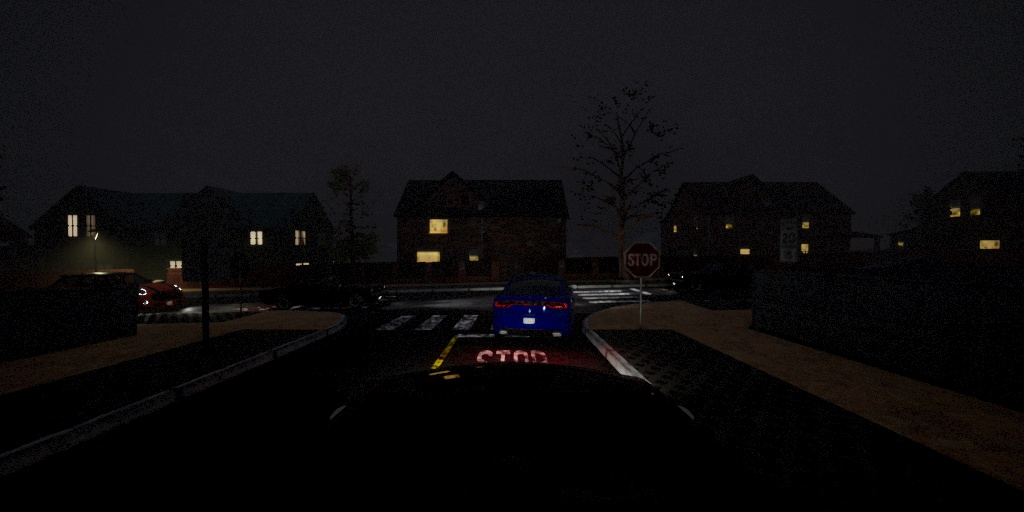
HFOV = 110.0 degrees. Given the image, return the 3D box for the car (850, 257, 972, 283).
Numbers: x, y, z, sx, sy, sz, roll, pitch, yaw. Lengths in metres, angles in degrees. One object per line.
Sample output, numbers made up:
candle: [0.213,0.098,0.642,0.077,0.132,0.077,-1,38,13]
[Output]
car: [20.044,0.753,18.232,5.357,1.411,2.033,-1,1,0]

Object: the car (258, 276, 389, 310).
car: [-7.821,1.506,15.247,4.718,1.301,1.895,-1,1,0]

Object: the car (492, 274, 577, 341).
car: [0.780,1.226,10.046,1.882,1.535,5.008,0,0,10]

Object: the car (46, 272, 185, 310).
car: [-16.809,1.471,15.233,4.553,1.767,2.097,-1,1,0]

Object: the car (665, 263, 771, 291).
car: [10.398,1.034,18.188,4.718,1.301,1.895,-1,1,-1]
